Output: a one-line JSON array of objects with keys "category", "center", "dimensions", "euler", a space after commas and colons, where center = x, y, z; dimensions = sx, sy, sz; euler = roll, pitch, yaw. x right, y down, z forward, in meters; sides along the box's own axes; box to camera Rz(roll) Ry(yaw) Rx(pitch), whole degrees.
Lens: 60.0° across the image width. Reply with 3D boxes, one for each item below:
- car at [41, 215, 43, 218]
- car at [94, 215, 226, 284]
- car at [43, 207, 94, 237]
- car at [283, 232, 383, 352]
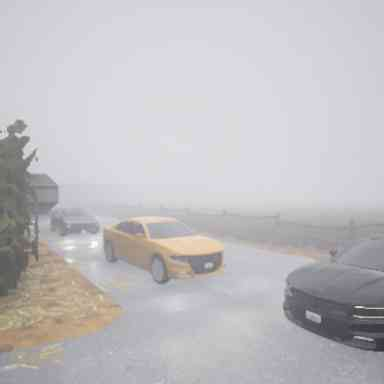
[{"category": "car", "center": [-13.206, 1.392, 29.104], "dimensions": [2.097, 1.767, 4.553], "euler": [0, 0, -32]}, {"category": "car", "center": [-1.064, 1.514, 10.085], "dimensions": [1.882, 1.535, 5.008], "euler": [0, 0, -36]}, {"category": "car", "center": [-6.786, 1.598, 18.826], "dimensions": [2.033, 1.411, 5.357], "euler": [0, 0, -32]}, {"category": "car", "center": [3.847, 1.515, 6.099], "dimensions": [5.008, 1.535, 1.882], "euler": [0, 0, -32]}]
